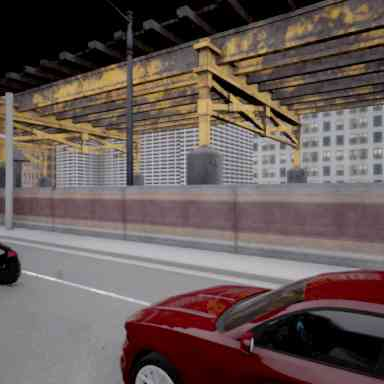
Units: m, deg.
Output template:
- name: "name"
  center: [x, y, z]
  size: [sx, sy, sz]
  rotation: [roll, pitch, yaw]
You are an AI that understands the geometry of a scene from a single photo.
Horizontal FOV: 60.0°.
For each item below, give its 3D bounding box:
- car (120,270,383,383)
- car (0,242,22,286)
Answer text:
- name: "car"
  center: [1.515, 1.478, 2.909]
  size: [5.008, 1.535, 1.882]
  rotation: [0, 0, 35]
- name: "car"
  center: [-6.102, 1.572, 8.276]
  size: [4.181, 1.385, 1.994]
  rotation: [0, 0, 36]
